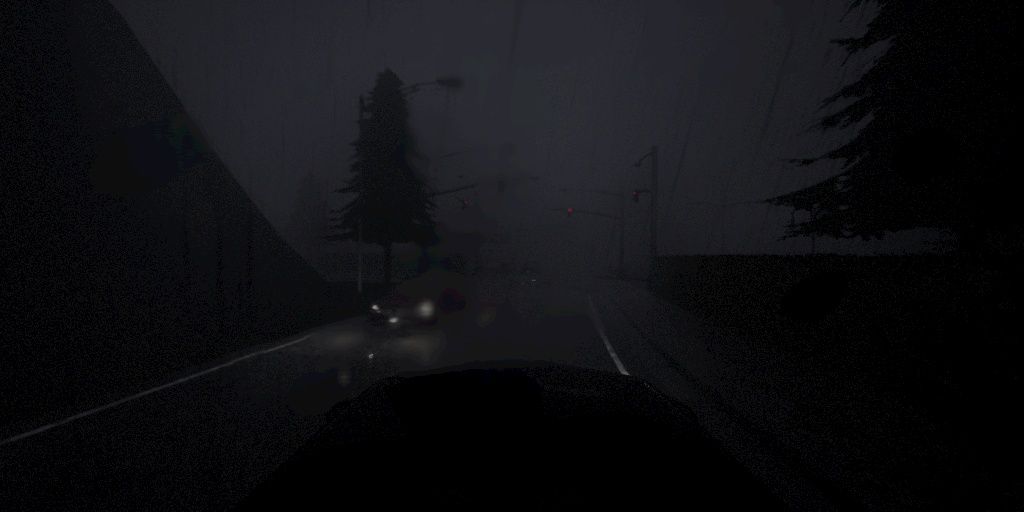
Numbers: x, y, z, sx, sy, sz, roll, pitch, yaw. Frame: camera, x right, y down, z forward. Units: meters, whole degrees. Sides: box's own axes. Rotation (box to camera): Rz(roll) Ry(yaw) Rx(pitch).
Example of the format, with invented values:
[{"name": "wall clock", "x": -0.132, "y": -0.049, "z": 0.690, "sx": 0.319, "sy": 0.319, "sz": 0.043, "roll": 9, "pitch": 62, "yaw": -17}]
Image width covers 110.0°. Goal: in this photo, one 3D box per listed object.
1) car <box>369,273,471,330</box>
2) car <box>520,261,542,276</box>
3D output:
[{"name": "car", "x": -2.582, "y": 1.300, "z": 11.262, "sx": 1.812, "sy": 1.442, "sz": 4.674, "roll": 1, "pitch": 1, "yaw": 9}, {"name": "car", "x": 2.040, "y": 1.185, "z": 37.642, "sx": 2.033, "sy": 1.411, "sz": 5.357, "roll": 1, "pitch": 0, "yaw": 10}]
